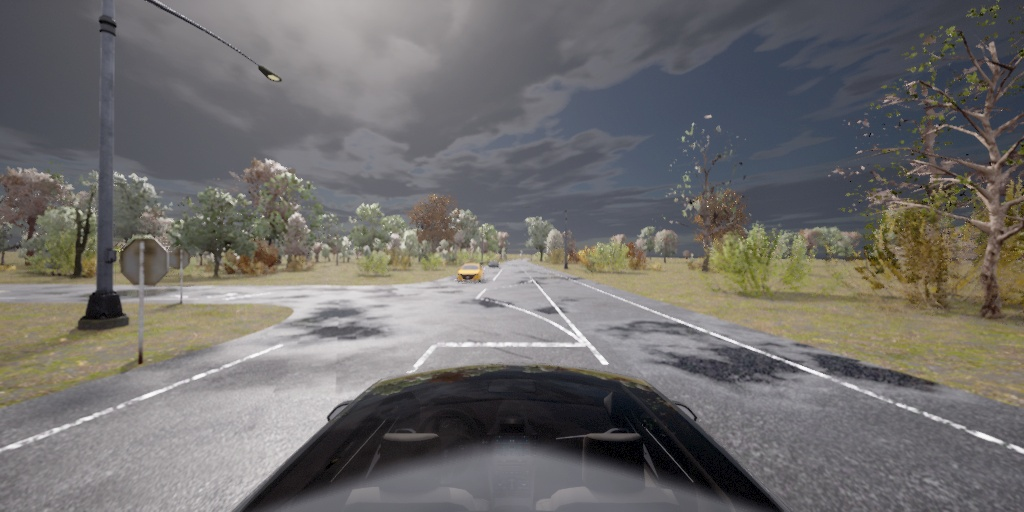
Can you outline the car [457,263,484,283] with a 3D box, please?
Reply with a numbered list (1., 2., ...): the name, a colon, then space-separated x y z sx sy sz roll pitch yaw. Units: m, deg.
1. car: -3.398 1.376 30.069 1.882 1.535 5.008 0 0 0
